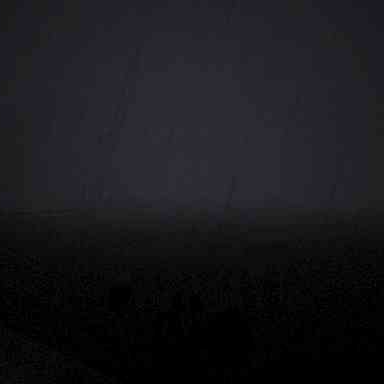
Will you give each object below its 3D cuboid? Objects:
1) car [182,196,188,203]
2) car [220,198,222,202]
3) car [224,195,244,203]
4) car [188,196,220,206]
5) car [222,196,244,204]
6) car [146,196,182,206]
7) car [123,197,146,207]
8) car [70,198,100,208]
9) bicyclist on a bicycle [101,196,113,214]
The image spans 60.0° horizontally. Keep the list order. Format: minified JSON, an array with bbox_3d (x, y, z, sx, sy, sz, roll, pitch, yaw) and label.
[{"bbox_3d":[-2.182,1.477,65.823,1.882,1.535,5.008,0,0,35],"label":"car"},{"bbox_3d":[4.674,1.477,69.526,1.882,1.535,5.008,0,0,35],"label":"car"},{"bbox_3d":[8.873,1.490,69.426,2.128,1.511,4.902,0,0,35],"label":"car"},{"bbox_3d":[2.031,1.478,53.612,1.882,1.535,5.008,0,0,35],"label":"car"},{"bbox_3d":[7.995,1.601,62.230,1.895,1.301,4.718,0,0,35],"label":"car"},{"bbox_3d":[-4.186,1.477,50.726,1.882,1.535,5.008,0,0,35],"label":"car"},{"bbox_3d":[-8.263,1.477,51.001,1.882,1.535,5.008,0,0,35],"label":"car"},{"bbox_3d":[-15.114,1.563,47.303,1.994,1.385,4.181,0,0,35],"label":"car"},{"bbox_3d":[-8.025,1.156,31.722,1.656,1.620,0.582,33,17,27],"label":"bicyclist on a bicycle"}]
